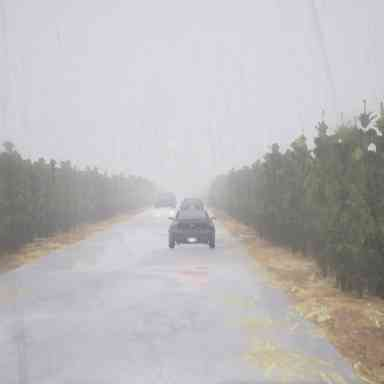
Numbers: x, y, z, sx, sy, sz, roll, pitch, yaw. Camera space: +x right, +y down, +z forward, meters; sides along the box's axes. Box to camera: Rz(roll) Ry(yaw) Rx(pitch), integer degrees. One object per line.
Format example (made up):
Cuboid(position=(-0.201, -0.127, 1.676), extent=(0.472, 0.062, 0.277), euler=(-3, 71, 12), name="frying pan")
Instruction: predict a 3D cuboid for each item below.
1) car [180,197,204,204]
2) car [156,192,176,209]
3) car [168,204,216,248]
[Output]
Cuboid(position=(0.000, 1.241, 29.609), extent=(2.097, 1.767, 4.553), euler=(0, 1, 0), name="car")
Cuboid(position=(-3.100, 1.022, 40.608), extent=(2.150, 2.045, 5.566), euler=(0, 1, 0), name="car")
Cuboid(position=(0.000, 1.507, 14.649), extent=(1.837, 1.490, 4.892), euler=(0, 0, 0), name="car")
